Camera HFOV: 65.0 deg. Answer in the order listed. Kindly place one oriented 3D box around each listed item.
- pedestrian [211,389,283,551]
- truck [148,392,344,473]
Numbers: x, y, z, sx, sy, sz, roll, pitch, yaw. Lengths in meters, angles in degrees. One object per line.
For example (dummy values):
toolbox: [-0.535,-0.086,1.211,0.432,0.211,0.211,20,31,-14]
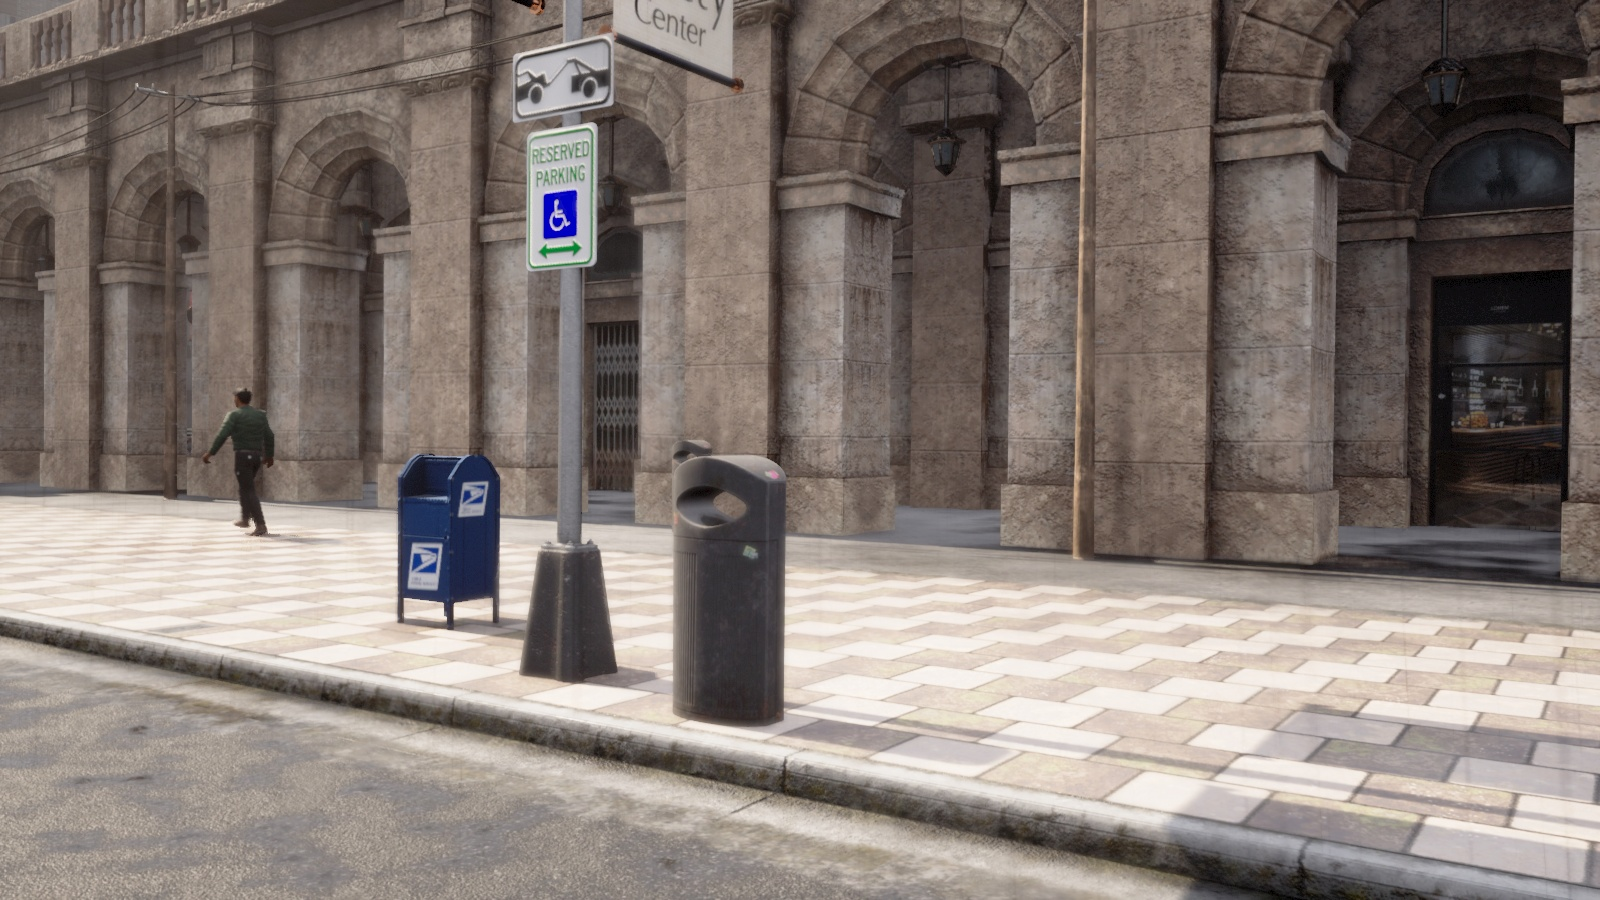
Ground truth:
pedestrian: [-6.795,0.238,15.423,0.788,1.949,0.423,0,1,33]
truck: [-25.417,-0.816,58.023,2.891,3.462,7.936,0,1,34]
